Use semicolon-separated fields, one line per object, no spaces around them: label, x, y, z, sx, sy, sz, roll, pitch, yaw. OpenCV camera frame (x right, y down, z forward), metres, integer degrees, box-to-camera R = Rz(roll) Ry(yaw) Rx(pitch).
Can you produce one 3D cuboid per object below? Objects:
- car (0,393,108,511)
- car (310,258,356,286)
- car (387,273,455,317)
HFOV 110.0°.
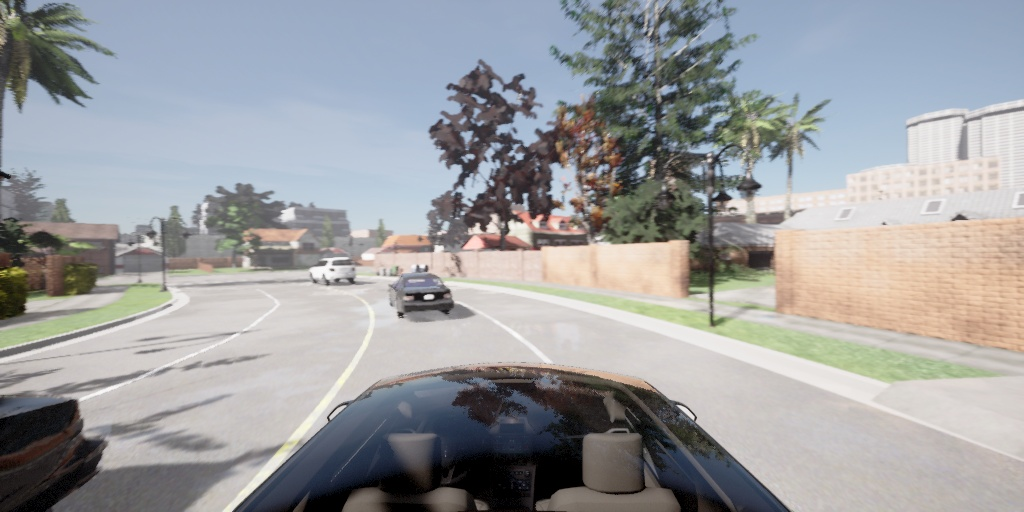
car;-3.913;1.364;0.294;2.033;1.411;5.357;-1;0;-4
car;-14.390;1.211;28.748;2.150;2.045;5.566;-1;0;-43
car;-3.581;1.352;13.601;2.033;1.411;5.357;-1;0;-23
